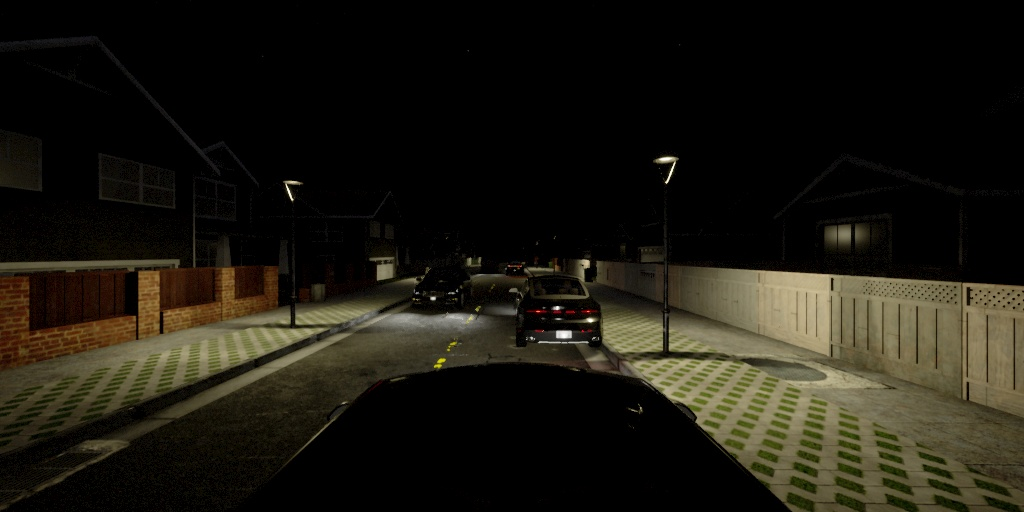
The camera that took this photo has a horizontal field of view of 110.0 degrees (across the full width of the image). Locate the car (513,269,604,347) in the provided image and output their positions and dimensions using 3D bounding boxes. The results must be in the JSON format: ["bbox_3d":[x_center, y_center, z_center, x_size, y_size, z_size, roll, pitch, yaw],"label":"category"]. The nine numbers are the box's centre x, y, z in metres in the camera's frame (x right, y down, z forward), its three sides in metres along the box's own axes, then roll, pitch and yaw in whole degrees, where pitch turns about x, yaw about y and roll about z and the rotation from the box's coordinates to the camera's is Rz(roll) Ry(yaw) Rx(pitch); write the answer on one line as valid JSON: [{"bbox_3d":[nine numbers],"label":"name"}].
[{"bbox_3d":[1.010,1.251,9.265,1.837,1.490,4.892,0,0,0],"label":"car"}]

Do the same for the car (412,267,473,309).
[{"bbox_3d":[-2.759,1.246,15.051,1.837,1.490,4.892,0,0,0],"label":"car"}]

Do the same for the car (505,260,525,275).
[{"bbox_3d":[0.311,1.198,37.573,2.128,1.511,4.902,0,0,1],"label":"car"}]

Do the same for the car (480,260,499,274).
[{"bbox_3d":[-2.499,1.179,40.513,1.882,1.535,5.008,0,0,0],"label":"car"}]
